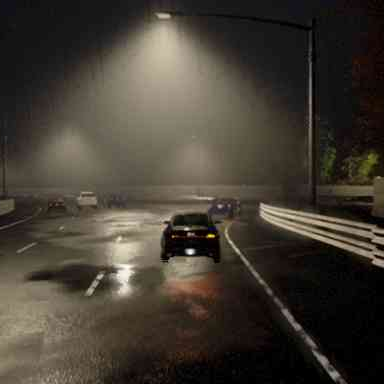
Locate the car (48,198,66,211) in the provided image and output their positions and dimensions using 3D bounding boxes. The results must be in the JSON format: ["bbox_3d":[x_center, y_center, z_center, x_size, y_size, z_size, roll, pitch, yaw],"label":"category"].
[{"bbox_3d":[-15.513,1.402,38.192,2.033,1.411,5.357,0,0,-23],"label":"car"}]

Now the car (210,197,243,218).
[{"bbox_3d":[3.004,1.219,28.838,2.097,1.767,4.553,0,0,21],"label":"car"}]

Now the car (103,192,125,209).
[{"bbox_3d":[-10.222,1.044,43.494,2.150,2.045,5.566,0,0,-24],"label":"car"}]

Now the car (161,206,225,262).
[{"bbox_3d":[0.005,1.451,11.938,1.837,1.490,4.892,0,0,1],"label":"car"}]

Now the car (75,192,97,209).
[{"bbox_3d":[-13.381,1.055,42.017,2.150,2.045,5.566,0,0,-24],"label":"car"}]
